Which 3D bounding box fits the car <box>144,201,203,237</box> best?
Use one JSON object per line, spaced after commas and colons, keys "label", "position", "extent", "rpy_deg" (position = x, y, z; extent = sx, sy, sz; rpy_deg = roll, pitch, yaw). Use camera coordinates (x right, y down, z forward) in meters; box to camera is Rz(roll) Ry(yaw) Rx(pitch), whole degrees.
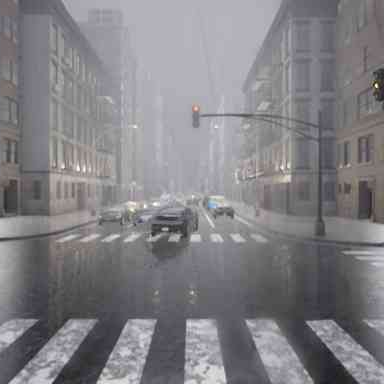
{"label": "car", "position": [-0.830, 1.496, 17.961], "extent": [1.837, 1.490, 4.892], "rpy_deg": [2, 0, 10]}

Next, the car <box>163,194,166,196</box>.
{"label": "car", "position": [-5.416, 1.499, 50.401], "extent": [1.752, 1.417, 4.829], "rpy_deg": [0, 0, 0]}

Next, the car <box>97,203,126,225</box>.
{"label": "car", "position": [-5.391, 1.538, 23.541], "extent": [2.008, 1.369, 4.403], "rpy_deg": [0, 0, 0]}

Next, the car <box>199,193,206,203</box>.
{"label": "car", "position": [2.644, 1.289, 50.573], "extent": [2.192, 1.841, 5.009], "rpy_deg": [0, 0, 0]}

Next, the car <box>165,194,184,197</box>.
{"label": "car", "position": [-2.798, 1.450, 53.061], "extent": [1.882, 1.535, 5.008], "rpy_deg": [0, 0, 1]}

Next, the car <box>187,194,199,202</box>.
{"label": "car", "position": [0.098, 1.463, 55.035], "extent": [2.128, 1.511, 4.902], "rpy_deg": [0, 0, 0]}

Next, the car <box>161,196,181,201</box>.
{"label": "car", "position": [-2.835, 1.542, 42.806], "extent": [1.994, 1.385, 4.181], "rpy_deg": [0, 0, 1]}

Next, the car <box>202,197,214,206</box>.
{"label": "car", "position": [2.646, 1.537, 55.979], "extent": [1.947, 1.339, 4.313], "rpy_deg": [0, 0, 0]}

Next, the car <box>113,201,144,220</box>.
{"label": "car", "position": [-5.396, 1.510, 28.777], "extent": [1.752, 1.417, 4.829], "rpy_deg": [0, 0, 0]}

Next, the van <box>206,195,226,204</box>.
{"label": "van", "position": [2.640, 1.323, 34.354], "extent": [1.690, 1.788, 3.998], "rpy_deg": [0, 0, 0]}

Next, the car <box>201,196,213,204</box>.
{"label": "car", "position": [2.647, 1.519, 61.385], "extent": [2.008, 1.369, 4.403], "rpy_deg": [0, 0, 0]}

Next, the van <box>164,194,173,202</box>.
{"label": "van", "position": [-5.441, 1.302, 77.603], "extent": [1.690, 1.788, 3.998], "rpy_deg": [0, 0, 0]}

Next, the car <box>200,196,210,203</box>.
{"label": "car", "position": [2.648, 1.491, 66.961], "extent": [1.752, 1.417, 4.829], "rpy_deg": [0, 0, 0]}

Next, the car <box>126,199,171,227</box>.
{"label": "car", "position": [-2.849, 1.479, 22.909], "extent": [2.128, 1.511, 4.902], "rpy_deg": [0, 0, 0]}

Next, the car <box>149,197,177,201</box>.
{"label": "car", "position": [-2.845, 1.530, 32.792], "extent": [2.033, 1.411, 5.357], "rpy_deg": [0, 0, 0]}

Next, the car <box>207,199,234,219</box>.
{"label": "car", "position": [2.639, 1.535, 28.948], "extent": [2.008, 1.369, 4.403], "rpy_deg": [0, 0, 0]}

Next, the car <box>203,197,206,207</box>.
{"label": "car", "position": [2.641, 1.561, 39.760], "extent": [1.802, 1.307, 4.206], "rpy_deg": [0, 0, 0]}

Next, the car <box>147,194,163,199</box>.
{"label": "car", "position": [-5.411, 1.416, 45.166], "extent": [1.967, 1.590, 4.097], "rpy_deg": [0, 0, 0]}

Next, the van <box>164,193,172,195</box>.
{"label": "van", "position": [-5.431, 1.307, 66.790], "extent": [1.690, 1.788, 3.998], "rpy_deg": [0, 0, 0]}
